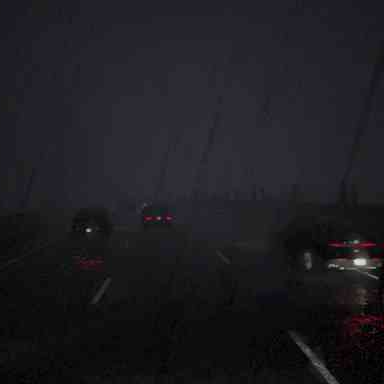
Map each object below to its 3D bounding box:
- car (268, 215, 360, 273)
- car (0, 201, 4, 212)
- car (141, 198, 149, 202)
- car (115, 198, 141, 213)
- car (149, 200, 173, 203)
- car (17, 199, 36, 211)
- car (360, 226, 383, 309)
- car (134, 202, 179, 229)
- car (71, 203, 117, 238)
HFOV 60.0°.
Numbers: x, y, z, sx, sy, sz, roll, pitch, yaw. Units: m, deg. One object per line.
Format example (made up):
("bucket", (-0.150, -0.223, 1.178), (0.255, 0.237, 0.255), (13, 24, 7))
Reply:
("car", (3.975, 1.524, 10.776), (1.837, 1.490, 4.892), (0, 0, -6))
("car", (-23.908, 1.722, 40.219), (1.895, 1.301, 4.718), (0, 0, -27))
("car", (-6.976, 1.618, 46.069), (1.837, 1.490, 4.892), (0, 0, -26))
("car", (-7.828, 1.588, 38.922), (2.128, 1.511, 4.902), (0, 0, -22))
("car", (-2.981, 1.685, 36.237), (1.895, 1.301, 4.718), (0, 0, -20))
("car", (-21.242, 1.614, 42.599), (2.128, 1.511, 4.902), (0, 0, -27))
("car", (4.461, 1.482, 4.202), (1.882, 1.535, 5.008), (0, 0, -2))
("car", (-2.466, 1.599, 21.910), (2.033, 1.411, 5.357), (0, 0, -12))
("car", (-5.284, 1.552, 18.013), (1.837, 1.490, 4.892), (0, 0, -10))
